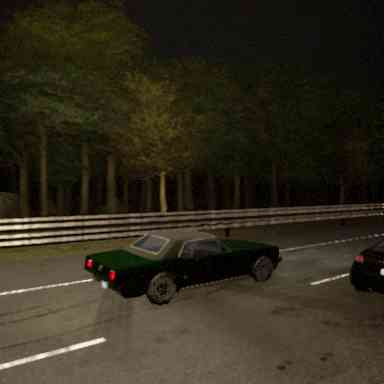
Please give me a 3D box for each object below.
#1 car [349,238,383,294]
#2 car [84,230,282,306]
[{"bbox_3d":[5.516,1.560,7.689,4.181,1.385,1.994,0,0,-35],"label":"car"},{"bbox_3d":[0.015,1.599,8.058,4.718,1.301,1.895,0,0,-36],"label":"car"}]
